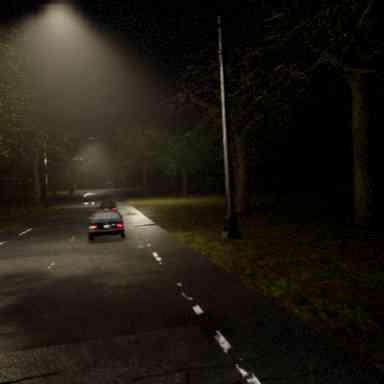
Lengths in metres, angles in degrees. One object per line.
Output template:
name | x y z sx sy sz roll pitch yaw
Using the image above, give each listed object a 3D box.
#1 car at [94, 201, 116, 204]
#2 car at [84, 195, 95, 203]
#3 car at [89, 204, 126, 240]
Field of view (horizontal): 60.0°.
car | -8.214 1.588 32.634 2.033 1.411 5.357 -3 1 -13
car | -20.082 1.239 65.539 2.033 1.411 5.357 -3 2 -14
car | -4.639 1.680 18.296 2.033 1.411 5.357 -3 1 -13
